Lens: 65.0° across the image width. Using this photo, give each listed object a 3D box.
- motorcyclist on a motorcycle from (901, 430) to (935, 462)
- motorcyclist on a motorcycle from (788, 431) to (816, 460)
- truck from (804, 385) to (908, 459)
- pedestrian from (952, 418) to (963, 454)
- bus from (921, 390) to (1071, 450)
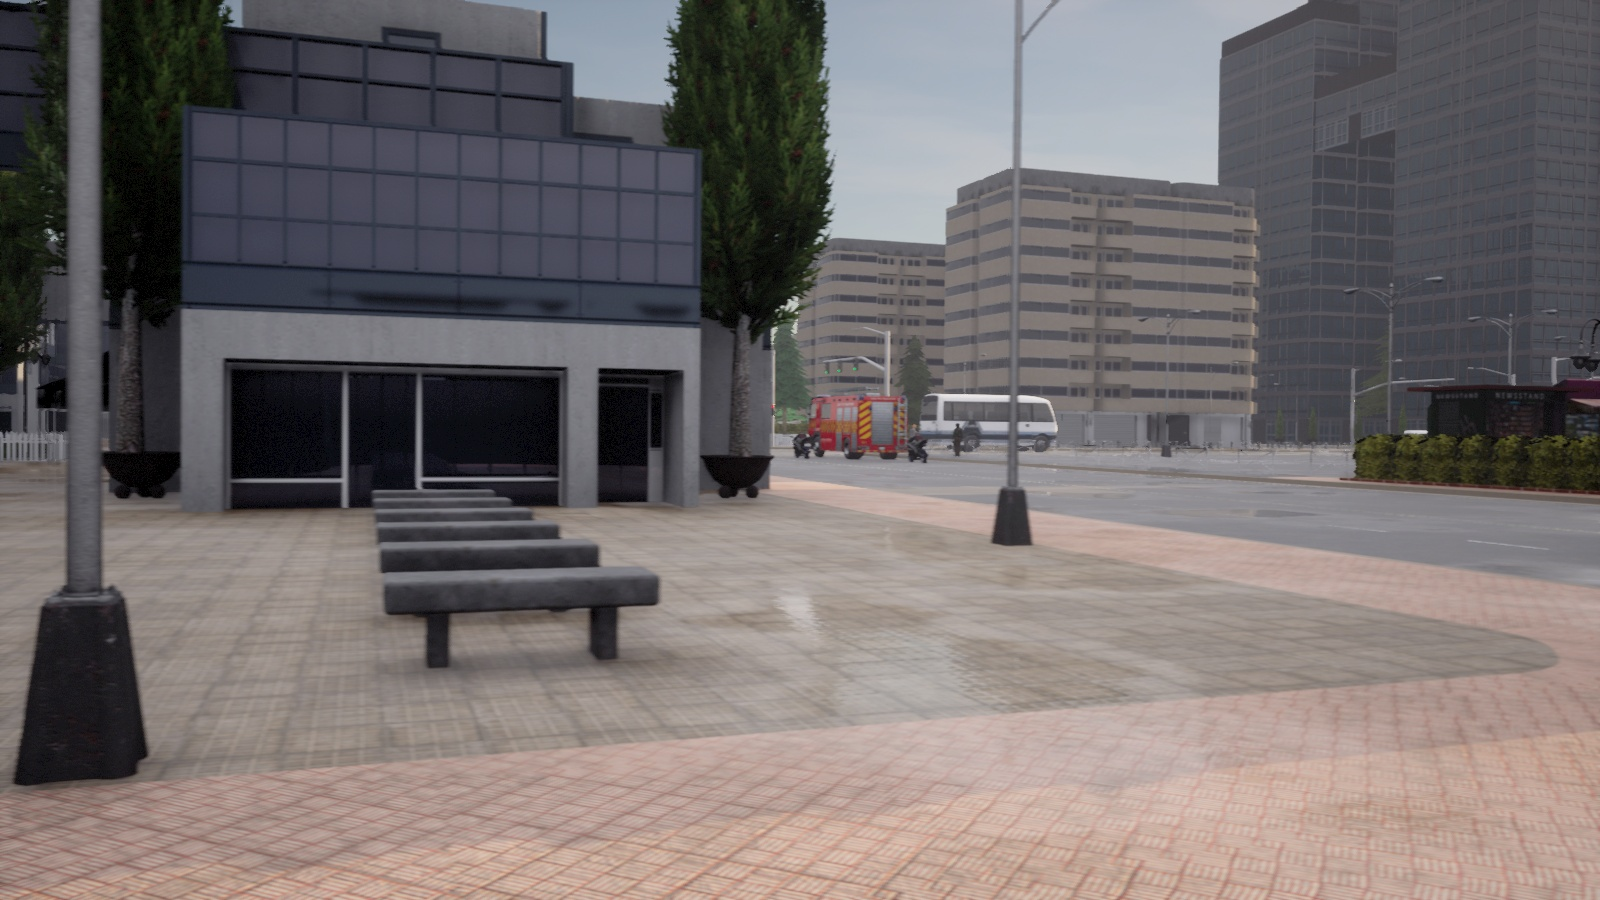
[{"bbox_3d":[5.723,-0.221,60.993,0.866,1.530,2.191,-1,1,-18],"label":"motorcyclist on a motorcycle"},{"bbox_3d":[0.101,-0.259,67.046,0.866,1.530,2.191,-1,1,-18],"label":"motorcyclist on a motorcycle"},{"bbox_3d":[2.954,-1.529,69.511,2.891,3.827,8.468,-1,1,-18],"label":"truck"},{"bbox_3d":[8.549,-0.743,68.092,0.395,1.930,0.692,-1,1,-8],"label":"pedestrian"},{"bbox_3d":[14.449,-2.242,92.661,10.273,4.253,3.944,-1,1,-19],"label":"bus"}]
